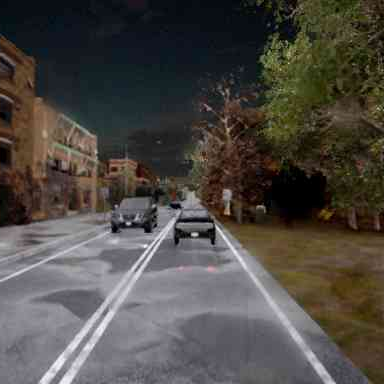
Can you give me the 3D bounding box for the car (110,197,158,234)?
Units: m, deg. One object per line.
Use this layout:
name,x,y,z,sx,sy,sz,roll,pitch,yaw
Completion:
car,-3.320,1.321,20.216,2.150,2.045,5.566,0,-1,0

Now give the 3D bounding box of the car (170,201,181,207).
car,-3.059,2.386,61.890,1.895,1.301,4.718,0,-1,1

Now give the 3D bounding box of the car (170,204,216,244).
car,0.121,1.557,16.129,2.128,1.511,4.902,0,0,0
